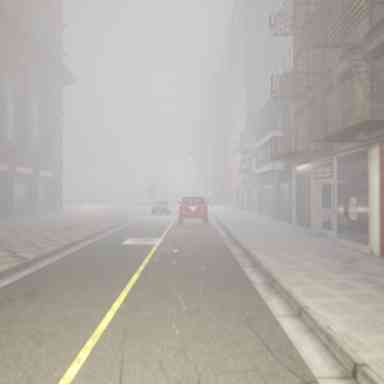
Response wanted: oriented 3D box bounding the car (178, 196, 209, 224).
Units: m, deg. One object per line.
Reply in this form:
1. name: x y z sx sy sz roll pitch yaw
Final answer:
1. car: 0.097 1.291 25.480 2.150 2.045 5.566 0 0 0

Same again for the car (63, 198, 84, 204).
1. car: -26.014 1.931 72.896 4.313 1.339 1.947 0 0 -1

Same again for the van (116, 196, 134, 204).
1. van: -14.733 1.711 73.071 3.998 1.788 1.690 0 0 -1

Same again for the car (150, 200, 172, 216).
1. car: -3.085 1.617 33.976 1.837 1.490 4.892 0 0 0

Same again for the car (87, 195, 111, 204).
1. car: -20.374 1.684 72.984 5.009 1.841 2.192 0 0 -1

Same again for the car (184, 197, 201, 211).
1. car: 0.094 1.520 44.372 2.097 1.767 4.553 0 0 0
